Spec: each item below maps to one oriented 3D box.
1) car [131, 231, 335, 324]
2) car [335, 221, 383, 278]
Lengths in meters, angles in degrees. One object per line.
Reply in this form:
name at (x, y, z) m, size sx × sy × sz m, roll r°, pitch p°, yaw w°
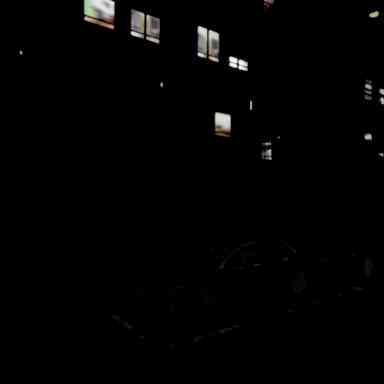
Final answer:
car at (0.848, 1.596, 7.162) m, size 4.403 × 1.369 × 2.008 m, roll 1°, pitch 0°, yaw -35°
car at (5.437, 1.644, 10.435) m, size 4.507 × 1.381 × 1.887 m, roll 1°, pitch 0°, yaw -35°
